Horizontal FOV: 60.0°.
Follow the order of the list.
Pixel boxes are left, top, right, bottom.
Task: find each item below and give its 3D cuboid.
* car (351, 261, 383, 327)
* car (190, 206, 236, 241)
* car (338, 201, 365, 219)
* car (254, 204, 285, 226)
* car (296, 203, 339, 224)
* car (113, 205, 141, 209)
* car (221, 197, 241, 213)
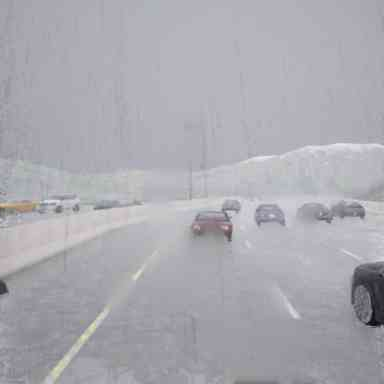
[{"bbox_3d":[3.753,1.500,4.134,2.128,1.511,4.902,0,0,2],"label":"car"},{"bbox_3d":[1.073,1.603,16.835,1.895,1.301,4.718,0,0,6],"label":"car"},{"bbox_3d":[13.444,1.521,28.922,2.128,1.511,4.902,0,0,10],"label":"car"},{"bbox_3d":[5.421,1.559,23.544,2.033,1.411,5.357,0,0,8],"label":"car"},{"bbox_3d":[9.235,1.567,25.364,2.033,1.411,5.357,0,0,9],"label":"car"},{"bbox_3d":[-6.834,1.511,35.601,1.812,1.442,4.674,0,0,12],"label":"car"},{"bbox_3d":[4.488,1.557,37.612,2.033,1.411,5.357,0,0,13],"label":"car"}]
